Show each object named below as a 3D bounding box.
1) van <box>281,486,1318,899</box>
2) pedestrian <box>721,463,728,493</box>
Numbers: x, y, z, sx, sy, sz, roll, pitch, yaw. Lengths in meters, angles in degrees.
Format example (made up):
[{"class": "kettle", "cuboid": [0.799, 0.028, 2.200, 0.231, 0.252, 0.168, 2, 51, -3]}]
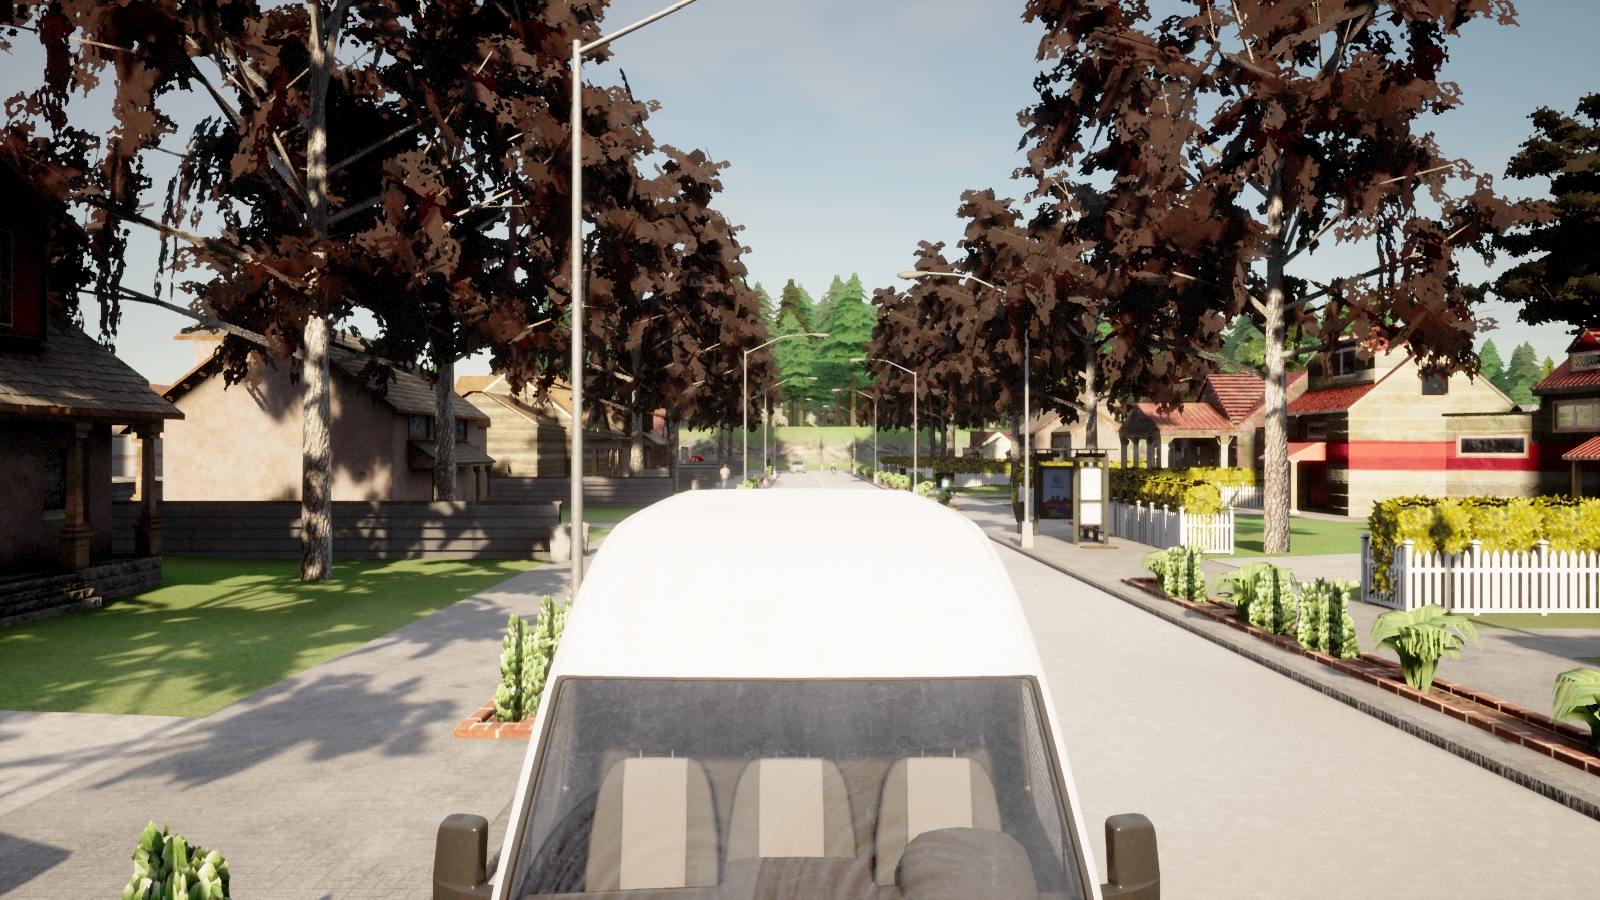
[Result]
[{"class": "van", "cuboid": [-0.006, 1.534, 5.149, 1.988, 2.561, 5.915, 0, 0, 0]}, {"class": "pedestrian", "cuboid": [-4.695, 1.743, 71.180, 0.375, 1.860, 0.375, 0, 0, 3]}]
